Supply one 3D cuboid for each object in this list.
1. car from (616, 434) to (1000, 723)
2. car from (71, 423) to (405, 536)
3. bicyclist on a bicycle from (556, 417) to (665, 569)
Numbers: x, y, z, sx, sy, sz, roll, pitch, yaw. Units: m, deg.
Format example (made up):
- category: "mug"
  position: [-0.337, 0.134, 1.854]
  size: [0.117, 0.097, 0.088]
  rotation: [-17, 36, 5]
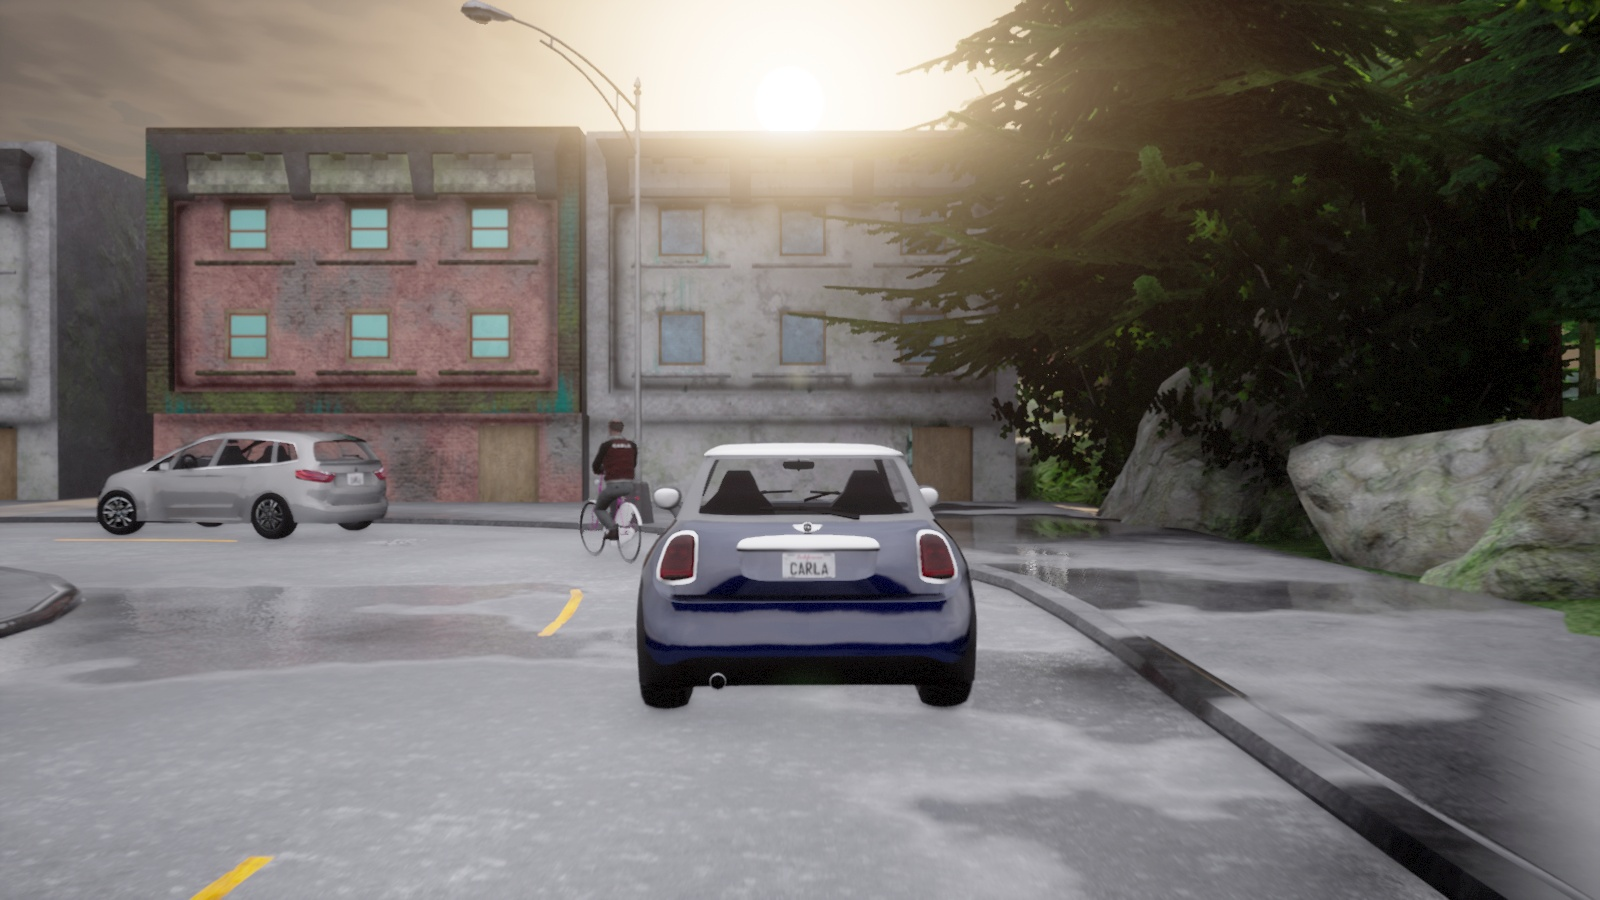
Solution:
- category: "car"
  position: [-0.017, 0.643, 8.344]
  size: [1.970, 1.475, 3.806]
  rotation: [0, 0, -2]
- category: "car"
  position: [-9.055, 0.418, 20.326]
  size: [4.611, 1.667, 2.242]
  rotation: [0, 1, 18]
- category: "bicyclist on a bicycle"
  position: [-2.382, 0.489, 15.605]
  size: [0.659, 1.776, 1.843]
  rotation: [0, 1, -32]
